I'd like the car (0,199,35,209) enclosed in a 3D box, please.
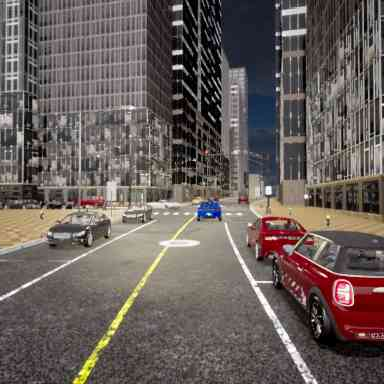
[{"bbox_3d":[-22.399,1.653,43.249,4.403,1.369,2.008,0,-1,13],"label":"car"}]

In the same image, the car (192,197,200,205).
[{"bbox_3d":[1.162,1.640,62.559,1.752,1.417,4.829,1,0,12],"label":"car"}]

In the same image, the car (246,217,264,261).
[{"bbox_3d":[3.007,1.547,11.998,1.887,1.381,4.507,1,0,3],"label":"car"}]

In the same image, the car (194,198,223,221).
[{"bbox_3d":[1.480,1.494,27.165,1.882,1.535,5.008,0,0,5],"label":"car"}]

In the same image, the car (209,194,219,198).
[{"bbox_3d":[5.157,1.491,78.798,2.192,1.841,5.009,1,0,14],"label":"car"}]

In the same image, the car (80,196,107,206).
[{"bbox_3d":[-15.147,1.535,49.631,5.009,1.841,2.192,0,-1,13],"label":"car"}]

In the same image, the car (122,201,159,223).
[{"bbox_3d":[-4.129,1.573,25.696,2.008,1.369,4.403,1,0,5],"label":"car"}]

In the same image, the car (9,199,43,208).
[{"bbox_3d":[-26.033,1.833,52.209,4.403,1.369,2.008,0,-1,13],"label":"car"}]

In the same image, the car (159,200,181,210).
[{"bbox_3d":[-3.786,1.682,43.216,4.718,1.301,1.895,-1,-1,36],"label":"car"}]

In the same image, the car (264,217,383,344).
[{"bbox_3d":[2.815,1.441,6.358,1.967,1.590,4.097,1,0,2],"label":"car"}]

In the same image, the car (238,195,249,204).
[{"bbox_3d":[10.079,1.410,65.113,2.192,1.841,5.009,1,0,13],"label":"car"}]

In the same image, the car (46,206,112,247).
[{"bbox_3d":[-4.880,1.561,14.906,2.008,1.369,4.403,1,0,3],"label":"car"}]

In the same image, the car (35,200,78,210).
[{"bbox_3d":[-16.958,1.637,41.959,4.313,1.339,1.947,0,-1,13],"label":"car"}]
